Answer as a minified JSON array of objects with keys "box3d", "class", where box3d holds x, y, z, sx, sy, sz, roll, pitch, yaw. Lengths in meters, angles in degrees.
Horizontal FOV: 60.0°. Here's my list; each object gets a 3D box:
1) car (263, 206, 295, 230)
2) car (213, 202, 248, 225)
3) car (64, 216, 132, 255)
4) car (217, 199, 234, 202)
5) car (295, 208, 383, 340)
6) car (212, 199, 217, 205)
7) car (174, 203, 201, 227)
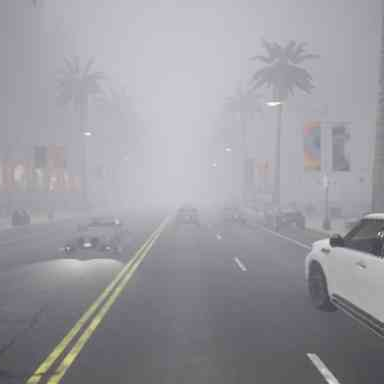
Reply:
[{"box3d":[6.190,1.705,22.762,2.231,1.521,4.892,0,-1,-1],"class":"car"},{"box3d":[3.137,1.816,26.403,2.033,1.411,5.357,0,-1,-1],"class":"car"},{"box3d":[-3.752,1.718,13.898,1.994,1.385,4.181,0,-1,-1],"class":"car"},{"box3d":[5.663,1.884,52.132,2.185,1.767,4.553,0,-1,-1],"class":"car"},{"box3d":[3.524,1.265,4.777,2.150,2.045,5.566,0,-1,-1],"class":"car"},{"box3d":[5.570,2.271,74.061,2.161,1.482,4.786,0,-1,-1],"class":"car"},{"box3d":[-0.343,1.809,24.986,2.033,1.411,5.357,0,-1,0],"class":"car"}]
